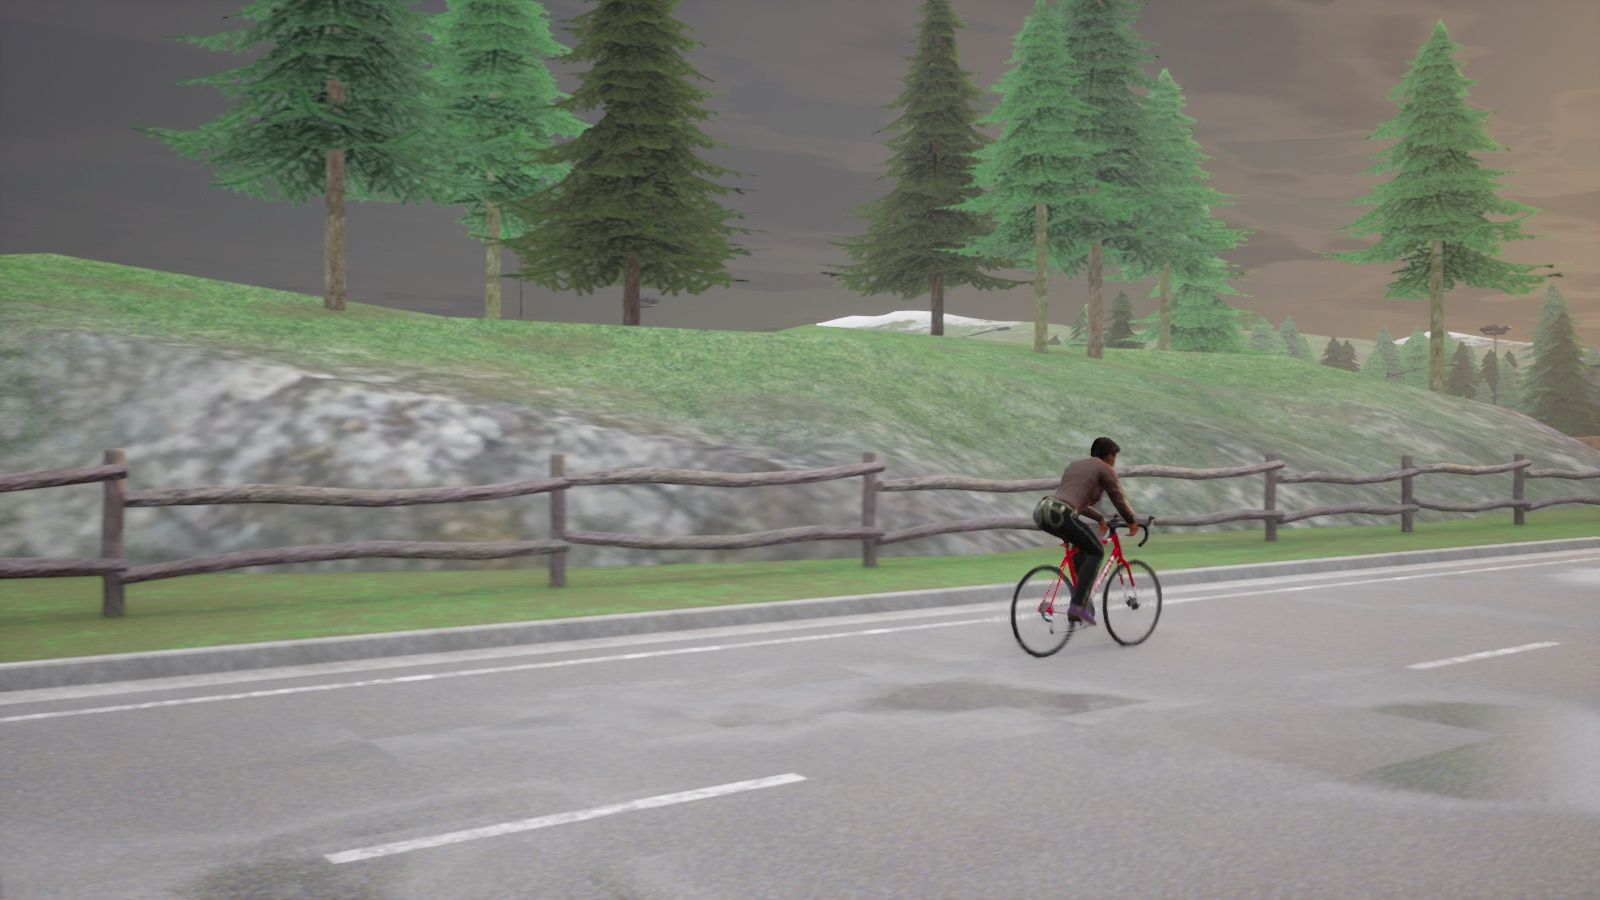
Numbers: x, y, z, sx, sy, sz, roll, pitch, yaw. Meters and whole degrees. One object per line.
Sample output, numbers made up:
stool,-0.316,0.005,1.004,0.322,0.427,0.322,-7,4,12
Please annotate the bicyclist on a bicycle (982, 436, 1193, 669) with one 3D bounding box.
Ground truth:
bicyclist on a bicycle,2.180,0.716,9.440,1.656,1.620,0.582,0,0,-35
